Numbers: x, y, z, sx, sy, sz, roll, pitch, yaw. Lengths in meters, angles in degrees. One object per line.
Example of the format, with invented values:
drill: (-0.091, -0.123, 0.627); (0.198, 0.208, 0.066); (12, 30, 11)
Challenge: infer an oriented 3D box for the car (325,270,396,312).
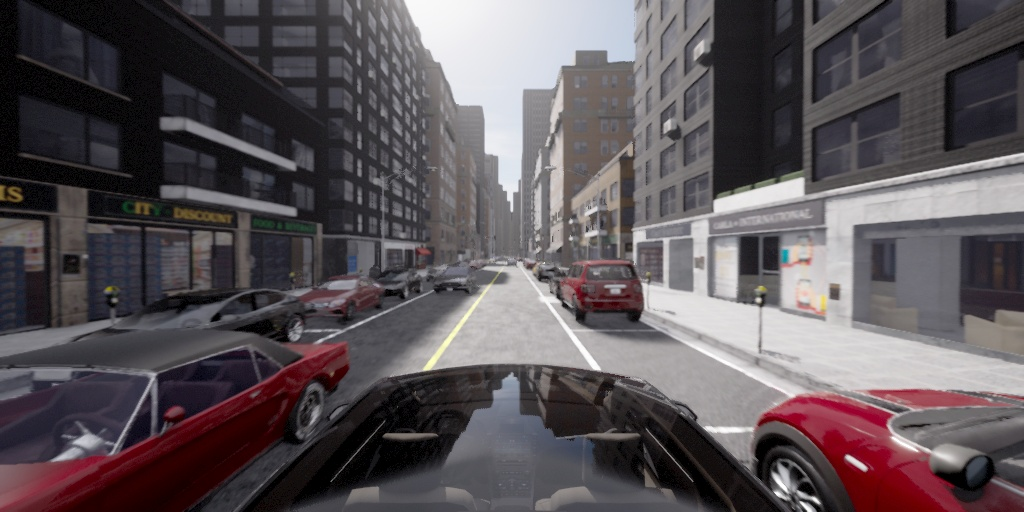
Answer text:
car: (-5.664, 1.324, 12.258); (1.802, 1.307, 4.207); (0, 0, 0)

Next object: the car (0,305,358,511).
car: (-3.083, 1.351, 2.541); (1.895, 1.301, 4.718); (0, 0, 0)

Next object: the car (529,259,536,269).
car: (2.872, 1.251, 34.559); (1.751, 1.417, 4.829); (0, 0, 0)

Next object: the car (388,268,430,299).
car: (-5.661, 1.304, 17.788); (1.948, 1.339, 4.313); (0, 0, 0)

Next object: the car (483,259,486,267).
car: (-5.643, 1.257, 56.504); (2.007, 1.370, 4.403); (0, 0, 0)

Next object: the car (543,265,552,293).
car: (2.864, 1.303, 17.801); (1.948, 1.339, 4.313); (0, 0, 0)

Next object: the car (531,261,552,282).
car: (2.870, 1.295, 28.860); (1.948, 1.339, 4.313); (0, 0, 0)

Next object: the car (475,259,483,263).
car: (-5.646, 1.257, 50.973); (1.888, 1.381, 4.507); (0, 0, 0)

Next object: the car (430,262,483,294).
car: (-3.051, 1.284, 20.399); (2.033, 1.411, 5.357); (0, 0, 0)

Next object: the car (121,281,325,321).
car: (-5.667, 1.312, 6.727); (1.948, 1.339, 4.313); (0, 0, 0)

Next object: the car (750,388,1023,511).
car: (2.856, 1.190, 1.214); (1.967, 1.591, 4.097); (0, 0, 0)

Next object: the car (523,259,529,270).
car: (2.880, 1.256, 50.977); (1.888, 1.381, 4.507); (0, 0, 0)

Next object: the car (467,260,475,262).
car: (-5.651, 1.287, 39.911); (1.948, 1.339, 4.313); (0, 0, 0)

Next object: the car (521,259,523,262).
car: (2.883, 1.256, 56.506); (2.007, 1.370, 4.403); (0, 0, 0)

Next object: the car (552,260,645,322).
car: (2.862, 1.056, 12.272); (2.192, 1.841, 5.009); (0, 0, 0)
